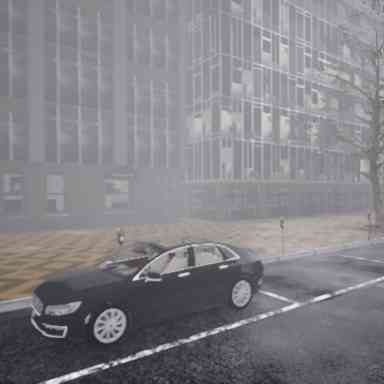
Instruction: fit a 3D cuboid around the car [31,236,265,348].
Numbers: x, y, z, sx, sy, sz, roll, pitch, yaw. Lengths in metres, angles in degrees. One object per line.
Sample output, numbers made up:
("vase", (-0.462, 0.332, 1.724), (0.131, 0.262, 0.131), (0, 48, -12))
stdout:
("car", (-0.549, 1.549, 6.173), (4.403, 1.369, 2.008), (0, 0, -35))
